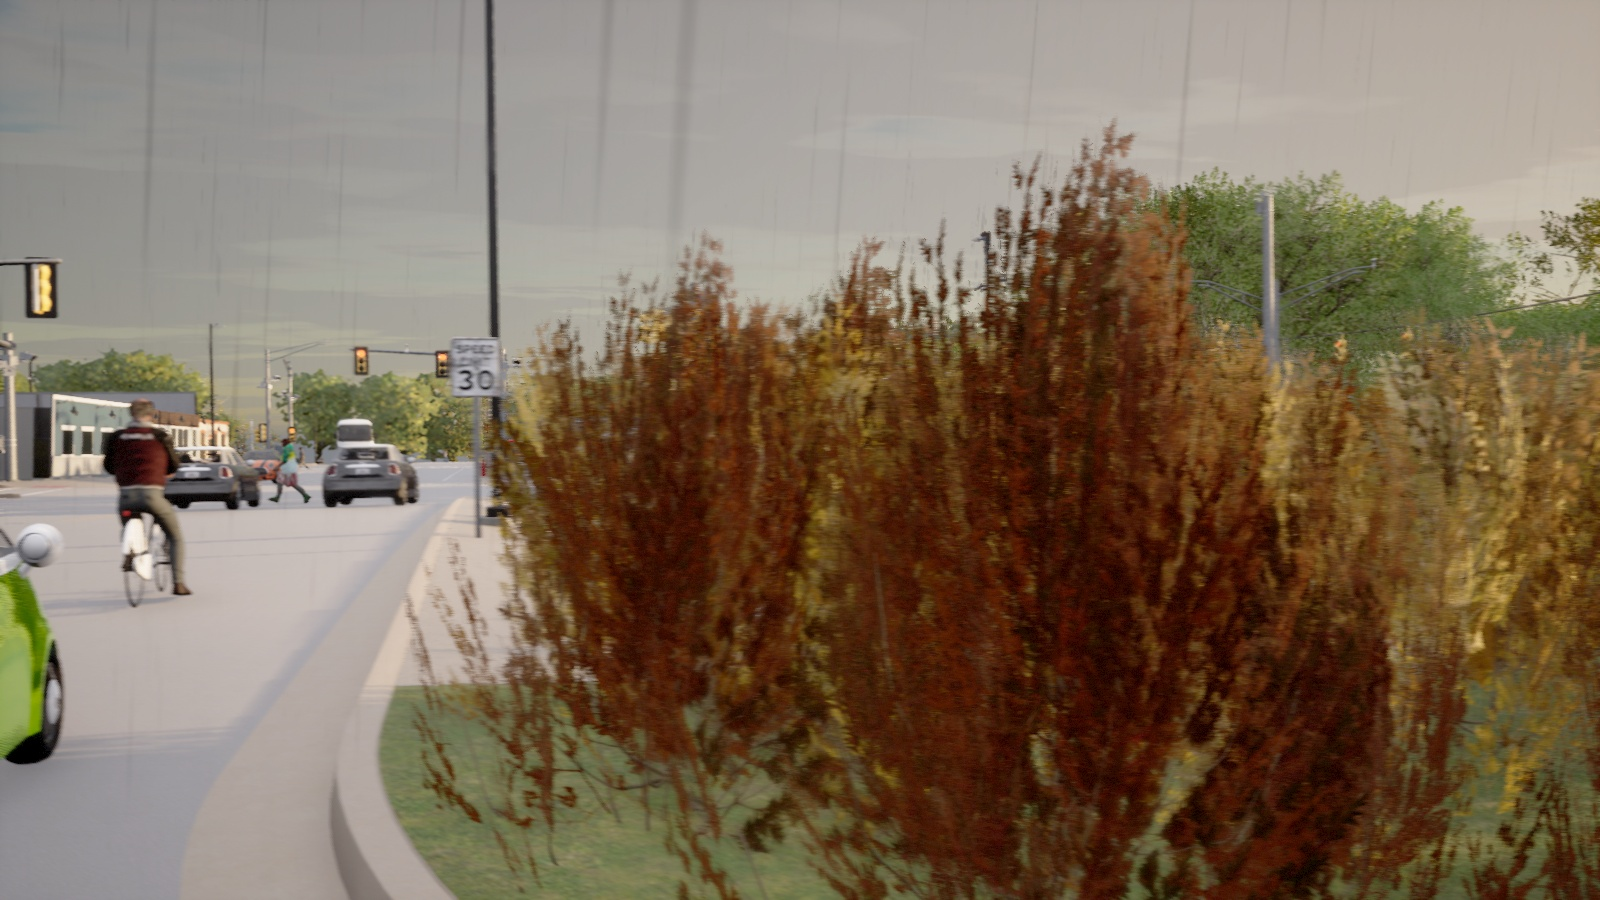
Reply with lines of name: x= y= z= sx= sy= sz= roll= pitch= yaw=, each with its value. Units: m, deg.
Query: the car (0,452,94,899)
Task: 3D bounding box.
car: x=-3.540 y=0.735 z=4.522 sx=1.481 sy=1.376 sz=2.207 roll=-2 pitch=1 yaw=-24

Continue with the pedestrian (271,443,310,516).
pedestrian: x=-14.082 y=0.807 z=34.711 sx=0.873 sy=1.952 sz=0.659 roll=-2 pitch=1 yaw=-17

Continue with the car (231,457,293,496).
car: x=-26.902 y=1.294 z=62.927 sx=2.097 sy=1.767 sz=4.553 roll=-2 pitch=0 yaw=-13

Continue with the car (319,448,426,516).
car: x=-10.406 y=0.778 z=30.802 sx=1.970 sy=1.475 sz=3.806 roll=-2 pitch=-1 yaw=-12

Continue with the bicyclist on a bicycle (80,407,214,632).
bicyclist on a bicycle: x=-5.638 y=0.543 z=10.939 sx=0.659 sy=1.776 sz=1.843 roll=-2 pitch=1 yaw=-17

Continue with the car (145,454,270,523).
car: x=-14.035 y=0.900 z=29.955 sx=1.970 sy=1.475 sz=3.806 roll=-2 pitch=-1 yaw=-14
